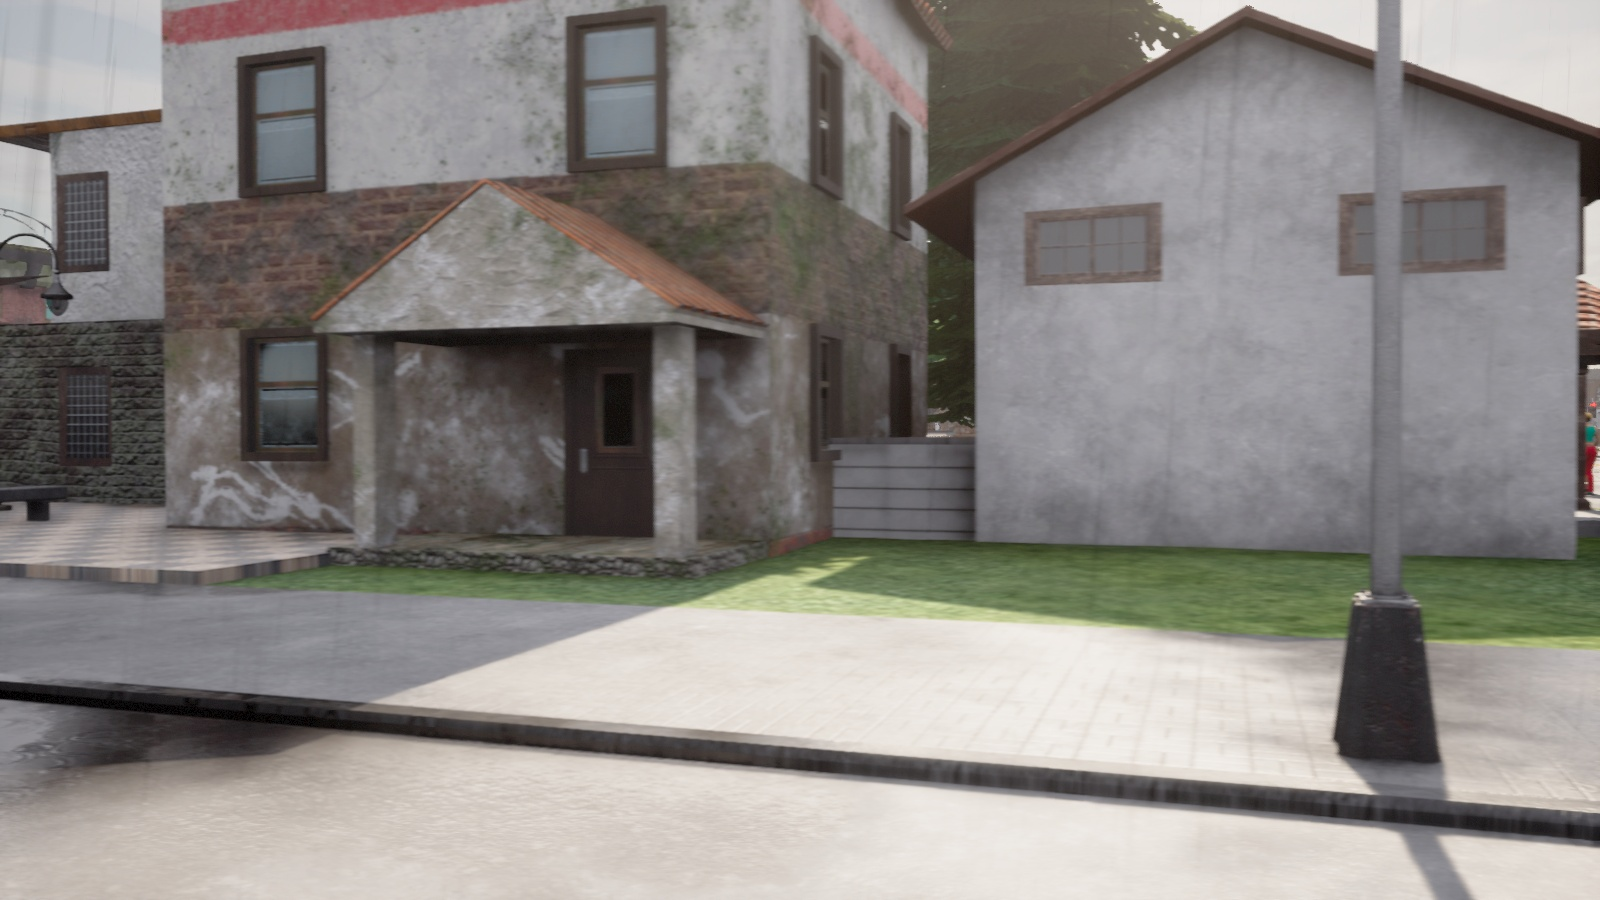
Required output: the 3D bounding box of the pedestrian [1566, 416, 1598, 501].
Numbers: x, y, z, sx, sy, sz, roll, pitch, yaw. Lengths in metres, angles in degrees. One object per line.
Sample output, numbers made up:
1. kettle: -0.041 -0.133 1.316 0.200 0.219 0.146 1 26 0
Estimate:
1. pedestrian: 16.970 0.174 27.257 0.345 1.836 0.594 0 1 5
